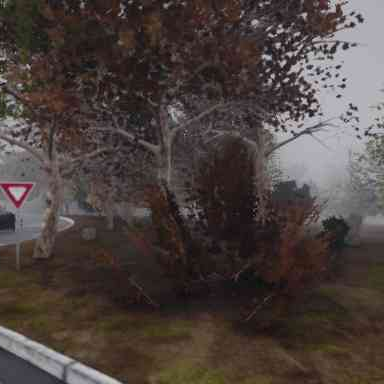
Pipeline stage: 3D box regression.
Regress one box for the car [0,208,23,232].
[{"bbox_3d":[-11.052,1.557,17.952,2.128,1.511,4.902,0,0,1],"label":"car"}]
